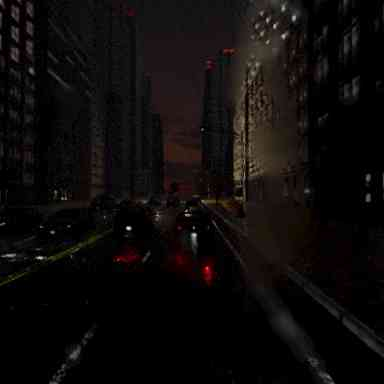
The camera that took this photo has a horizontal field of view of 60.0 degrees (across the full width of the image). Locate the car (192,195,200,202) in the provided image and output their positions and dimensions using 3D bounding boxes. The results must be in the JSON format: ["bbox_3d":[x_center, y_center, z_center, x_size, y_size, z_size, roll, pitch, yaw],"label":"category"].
[{"bbox_3d":[0.984,1.683,83.832,1.801,1.575,5.366,0,0,0],"label":"car"}]

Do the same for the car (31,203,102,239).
[{"bbox_3d":[-6.598,1.597,18.065,1.812,1.442,4.674,0,1,0],"label":"car"}]

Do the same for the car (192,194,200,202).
[{"bbox_3d":[0.985,1.468,89.674,2.150,2.045,5.566,0,0,0],"label":"car"}]

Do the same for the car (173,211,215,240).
[{"bbox_3d":[0.095,1.646,17.198,1.895,1.301,4.718,0,0,0],"label":"car"}]

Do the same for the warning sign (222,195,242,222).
[{"bbox_3d":[2.838,1.179,23.652,1.300,1.860,1.060,-1,-1,0],"label":"warning sign"}]

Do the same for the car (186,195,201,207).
[{"bbox_3d":[0.006,1.621,53.037,1.882,1.535,5.008,0,0,0],"label":"car"}]

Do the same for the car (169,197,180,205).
[{"bbox_3d":[-3.243,1.677,63.877,1.837,1.490,4.892,0,0,0],"label":"car"}]

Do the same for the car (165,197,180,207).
[{"bbox_3d":[-3.244,1.692,53.454,2.033,1.411,5.357,0,0,0],"label":"car"}]

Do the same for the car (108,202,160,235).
[{"bbox_3d":[-3.157,1.556,19.034,1.837,1.490,4.892,0,0,0],"label":"car"}]

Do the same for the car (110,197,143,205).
[{"bbox_3d":[-6.593,1.597,33.920,1.837,1.490,4.892,0,0,0],"label":"car"}]

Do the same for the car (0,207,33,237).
[{"bbox_3d":[-10.032,1.583,18.876,1.812,1.442,4.674,0,0,4],"label":"car"}]

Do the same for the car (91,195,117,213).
[{"bbox_3d":[-9.839,1.323,37.563,2.150,2.045,5.566,0,0,0],"label":"car"}]

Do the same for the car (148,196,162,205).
[{"bbox_3d":[-6.504,1.508,58.113,2.097,1.767,4.553,0,0,0],"label":"car"}]
